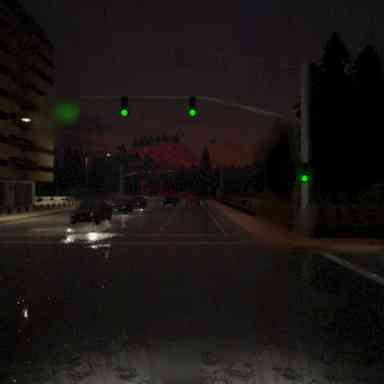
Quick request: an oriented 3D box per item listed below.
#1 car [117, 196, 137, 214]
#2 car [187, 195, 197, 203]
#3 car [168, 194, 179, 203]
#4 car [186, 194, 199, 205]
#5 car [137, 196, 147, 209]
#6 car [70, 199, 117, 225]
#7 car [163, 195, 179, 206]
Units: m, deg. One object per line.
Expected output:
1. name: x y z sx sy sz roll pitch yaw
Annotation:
1. car: -7.080 1.404 33.258 1.812 1.442 4.674 0 0 0
2. car: 0.012 1.252 63.348 1.812 1.442 4.674 0 0 0
3. car: -3.487 1.208 63.106 1.882 1.535 5.008 0 0 0
4. car: 0.111 1.126 53.701 2.097 1.767 4.553 0 0 0
5. car: -7.070 1.333 43.350 1.837 1.490 4.892 0 0 0
6. car: -7.084 1.402 23.871 1.882 1.535 5.008 0 0 0
7. car: -3.386 1.336 51.080 2.033 1.411 5.357 0 0 0
